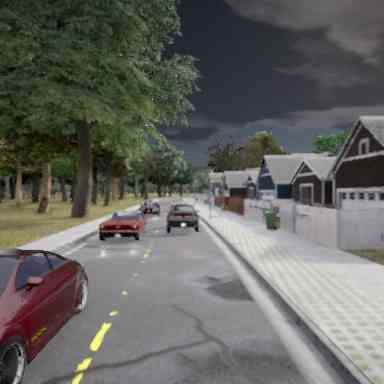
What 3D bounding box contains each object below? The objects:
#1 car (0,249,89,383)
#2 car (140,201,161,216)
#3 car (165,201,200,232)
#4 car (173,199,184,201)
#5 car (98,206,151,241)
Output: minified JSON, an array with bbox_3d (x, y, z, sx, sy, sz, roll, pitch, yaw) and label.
[{"bbox_3d":[-2.958,1.571,4.804,1.994,1.385,4.181,0,0,-1],"label":"car"},{"bbox_3d":[-4.063,1.586,32.485,1.994,1.385,4.181,0,0,-2],"label":"car"},{"bbox_3d":[-0.585,1.513,20.320,1.837,1.490,4.892,0,0,-3],"label":"car"},{"bbox_3d":[-1.908,1.626,46.191,1.895,1.301,4.718,0,0,-3],"label":"car"},{"bbox_3d":[-3.344,1.612,16.794,1.895,1.301,4.718,0,0,-3],"label":"car"}]
